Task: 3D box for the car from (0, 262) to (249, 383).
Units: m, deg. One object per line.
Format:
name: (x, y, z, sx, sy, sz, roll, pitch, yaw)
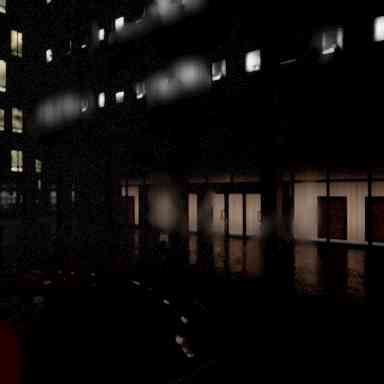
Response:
car: (-1.546, 1.540, 4.001, 4.507, 1.381, 1.887, 0, 0, 36)
